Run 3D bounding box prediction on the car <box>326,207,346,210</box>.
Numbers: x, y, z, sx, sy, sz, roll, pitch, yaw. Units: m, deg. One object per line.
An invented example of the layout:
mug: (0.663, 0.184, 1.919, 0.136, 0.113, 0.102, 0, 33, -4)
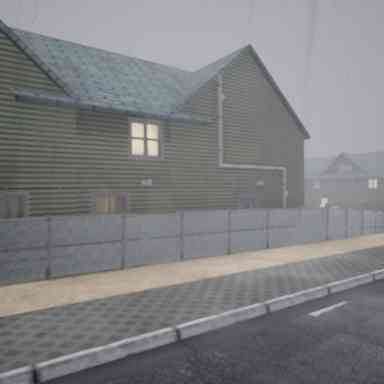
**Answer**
car: (12.855, 1.988, 28.564, 1.812, 1.442, 4.674, -1, -1, -36)
